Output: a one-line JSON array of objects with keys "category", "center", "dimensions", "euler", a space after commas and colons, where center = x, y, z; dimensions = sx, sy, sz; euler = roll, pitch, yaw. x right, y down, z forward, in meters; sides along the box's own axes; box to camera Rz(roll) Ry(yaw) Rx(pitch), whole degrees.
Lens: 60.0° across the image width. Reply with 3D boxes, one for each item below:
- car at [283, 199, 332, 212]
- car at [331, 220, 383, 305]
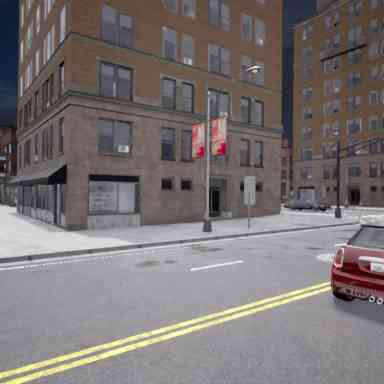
[{"category": "car", "center": [12.897, 1.468, 37.465], "dimensions": [2.033, 1.411, 5.357], "euler": [1, 0, -36]}, {"category": "car", "center": [5.017, 1.355, 7.105], "dimensions": [4.553, 1.767, 2.097], "euler": [0, 0, -36]}]
